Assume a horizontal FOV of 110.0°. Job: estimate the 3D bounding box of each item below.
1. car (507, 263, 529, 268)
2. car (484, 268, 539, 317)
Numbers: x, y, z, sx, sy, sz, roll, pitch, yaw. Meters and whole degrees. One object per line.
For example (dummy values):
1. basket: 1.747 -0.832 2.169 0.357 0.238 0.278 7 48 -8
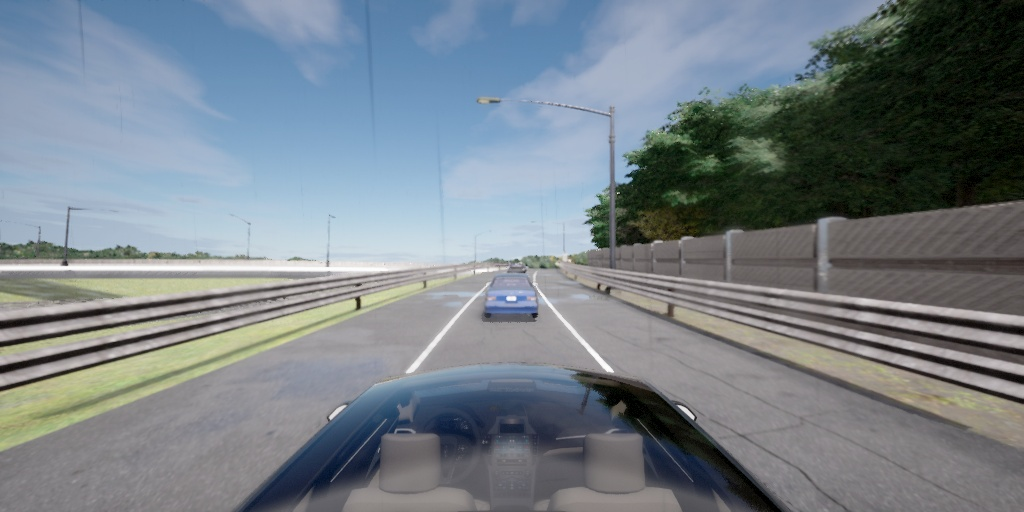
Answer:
1. car: 0.558 1.417 34.635 2.128 1.511 4.902 0 0 3
2. car: -0.020 1.363 13.489 2.033 1.411 5.357 0 0 0
